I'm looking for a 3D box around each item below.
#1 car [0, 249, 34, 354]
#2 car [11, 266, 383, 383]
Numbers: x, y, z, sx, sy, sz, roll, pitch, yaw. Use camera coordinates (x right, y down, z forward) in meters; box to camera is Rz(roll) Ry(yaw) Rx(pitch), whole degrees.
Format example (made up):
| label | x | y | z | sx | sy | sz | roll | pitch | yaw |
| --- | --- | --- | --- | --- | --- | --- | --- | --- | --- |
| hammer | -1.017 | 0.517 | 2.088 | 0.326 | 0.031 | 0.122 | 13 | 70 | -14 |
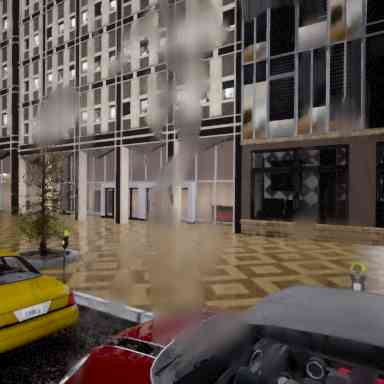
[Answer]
| label | x | y | z | sx | sy | sz | roll | pitch | yaw |
| --- | --- | --- | --- | --- | --- | --- | --- | --- | --- |
| car | -3.955 | 1.524 | 5.687 | 4.829 | 1.417 | 1.752 | 0 | 1 | 36 |
| car | 0.810 | 1.440 | 2.287 | 4.097 | 1.590 | 1.967 | 0 | 1 | 36 |
